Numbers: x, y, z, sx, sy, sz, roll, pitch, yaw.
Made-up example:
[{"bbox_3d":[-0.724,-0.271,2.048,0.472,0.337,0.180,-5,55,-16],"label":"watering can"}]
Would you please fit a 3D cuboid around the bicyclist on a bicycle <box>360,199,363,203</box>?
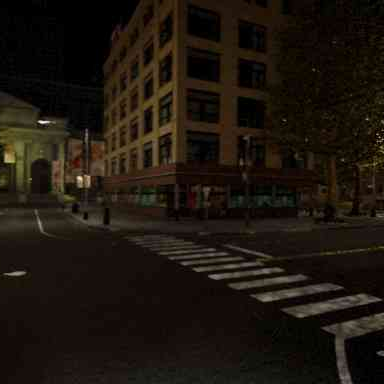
[{"bbox_3d":[27.491,2.012,53.820,1.656,1.620,0.582,0,0,-26],"label":"bicyclist on a bicycle"}]
